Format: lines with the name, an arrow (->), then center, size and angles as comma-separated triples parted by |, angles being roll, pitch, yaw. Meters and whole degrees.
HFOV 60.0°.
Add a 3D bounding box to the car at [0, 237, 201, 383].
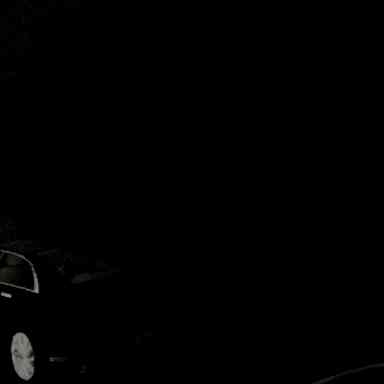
car -> -2.543, 1.475, 5.347 | 4.892, 1.521, 2.231 | 0, 0, 36
